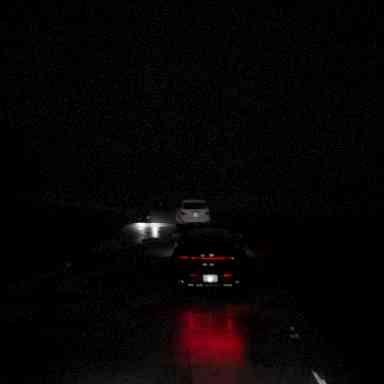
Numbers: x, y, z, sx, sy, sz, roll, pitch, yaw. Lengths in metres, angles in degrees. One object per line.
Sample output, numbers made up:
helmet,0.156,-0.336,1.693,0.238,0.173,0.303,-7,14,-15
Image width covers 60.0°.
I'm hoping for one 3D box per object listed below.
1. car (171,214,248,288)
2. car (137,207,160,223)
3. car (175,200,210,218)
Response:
car,0.447,1.641,9.653,1.837,1.490,4.892,0,0,1
car,-3.996,2.012,30.185,1.994,1.385,4.181,0,-1,-9
car,-0.025,1.587,24.439,2.150,2.045,5.566,0,-1,-6
